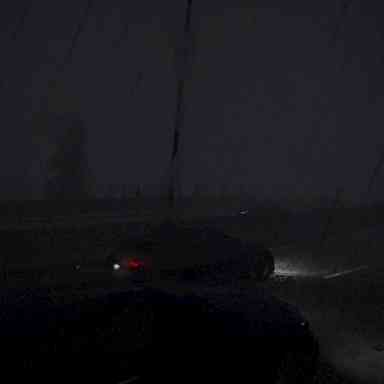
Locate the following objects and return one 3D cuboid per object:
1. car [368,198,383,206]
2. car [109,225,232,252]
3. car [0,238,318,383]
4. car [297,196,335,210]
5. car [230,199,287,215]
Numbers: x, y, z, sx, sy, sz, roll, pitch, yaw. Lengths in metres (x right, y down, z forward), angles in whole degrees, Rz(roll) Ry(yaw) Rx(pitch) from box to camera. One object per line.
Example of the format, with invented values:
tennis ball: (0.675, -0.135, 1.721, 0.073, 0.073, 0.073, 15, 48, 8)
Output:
car: (17.051, 1.256, 29.051, 4.181, 1.385, 1.994, -1, 0, -35)
car: (0.057, 1.517, 8.087, 4.181, 1.385, 1.994, -1, 0, -35)
car: (-0.759, 1.514, 3.205, 4.674, 1.442, 1.812, -1, 0, -36)
car: (12.982, 1.184, 34.746, 4.902, 1.511, 2.128, -1, 0, -35)
car: (4.970, 1.322, 24.735, 4.892, 1.490, 1.837, -1, 0, -36)
